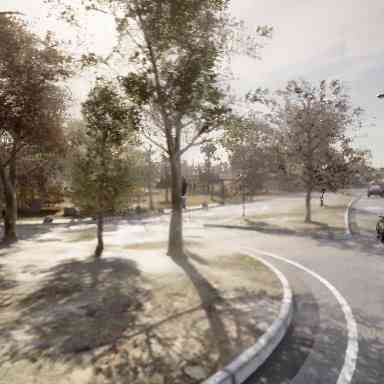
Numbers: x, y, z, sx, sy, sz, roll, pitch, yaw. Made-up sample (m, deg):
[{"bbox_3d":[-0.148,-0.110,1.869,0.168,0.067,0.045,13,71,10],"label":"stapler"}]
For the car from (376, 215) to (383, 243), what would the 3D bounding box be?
[{"bbox_3d":[8.603,1.412,13.249,1.994,1.385,4.181,0,1,25],"label":"car"}]

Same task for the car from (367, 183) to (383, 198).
[{"bbox_3d":[25.696,-0.039,46.492,1.837,1.490,4.892,0,2,32],"label":"car"}]
